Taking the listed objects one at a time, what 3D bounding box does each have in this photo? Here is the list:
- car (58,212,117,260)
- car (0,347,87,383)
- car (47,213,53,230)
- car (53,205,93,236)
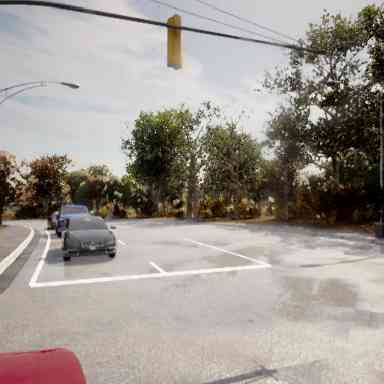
[{"bbox_3d":[-4.330,1.752,13.613,1.837,1.490,4.892,0,-2,-23],"label":"car"},{"bbox_3d":[-2.856,1.484,1.053,5.008,1.535,1.882,0,0,-21],"label":"car"},{"bbox_3d":[-12.566,2.651,31.901,2.097,1.767,4.553,0,-4,-28],"label":"car"},{"bbox_3d":[-8.115,1.901,22.788,2.150,2.045,5.566,0,-3,-24],"label":"car"}]
